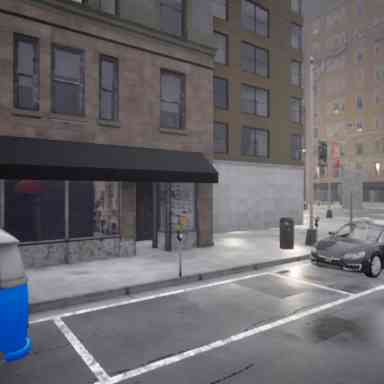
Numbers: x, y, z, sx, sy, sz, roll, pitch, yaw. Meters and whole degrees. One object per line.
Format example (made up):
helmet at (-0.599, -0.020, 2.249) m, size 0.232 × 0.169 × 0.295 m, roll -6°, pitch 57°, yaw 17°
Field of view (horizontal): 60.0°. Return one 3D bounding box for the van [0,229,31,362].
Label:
van at (-3.846, 1.341, 3.444) m, size 3.998 × 1.788 × 1.690 m, roll 0°, pitch 0°, yaw -36°

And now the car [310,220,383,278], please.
car at (5.365, 1.549, 10.031) m, size 4.403 × 1.369 × 2.008 m, roll 0°, pitch 0°, yaw -36°

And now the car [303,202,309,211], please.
car at (11.065, 1.359, 38.369) m, size 1.882 × 1.535 × 5.008 m, roll 0°, pitch 0°, yaw -36°
